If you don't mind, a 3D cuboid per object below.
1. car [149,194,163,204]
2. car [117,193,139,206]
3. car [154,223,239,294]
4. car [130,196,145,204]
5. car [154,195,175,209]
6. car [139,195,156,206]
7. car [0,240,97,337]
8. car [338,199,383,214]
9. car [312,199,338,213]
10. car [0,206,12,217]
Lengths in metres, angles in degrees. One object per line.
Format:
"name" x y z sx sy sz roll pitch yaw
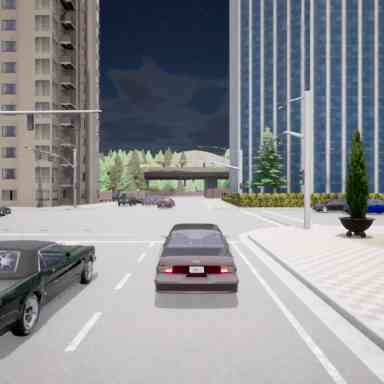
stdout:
"car" -6.899 1.352 63.716 2.097 1.767 4.553 0 0 1
"car" -10.466 1.221 53.861 2.150 2.045 5.566 0 0 0
"car" 0.096 1.547 8.943 2.033 1.411 5.357 0 0 0
"car" -10.394 1.547 64.101 2.033 1.411 5.357 0 0 1
"car" -3.543 1.525 45.865 1.812 1.442 4.674 0 0 6
"car" -6.959 1.352 54.827 2.097 1.767 4.553 0 0 0
"car" -3.423 1.601 6.606 1.895 1.301 4.718 0 0 1
"car" 17.628 1.477 33.014 5.008 1.535 1.882 0 0 0
"car" 15.677 1.504 36.499 4.892 1.490 1.837 0 0 0
"car" -18.506 1.504 29.194 4.892 1.490 1.837 0 0 -3
